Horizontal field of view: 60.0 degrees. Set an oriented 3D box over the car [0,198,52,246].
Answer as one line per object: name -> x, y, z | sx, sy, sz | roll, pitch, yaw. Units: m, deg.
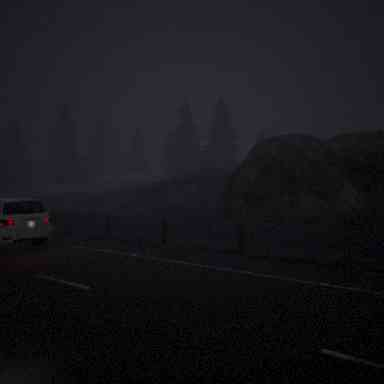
car -> -8.207, 1.271, 14.023 | 5.566, 2.045, 2.150 | 0, 0, 35
